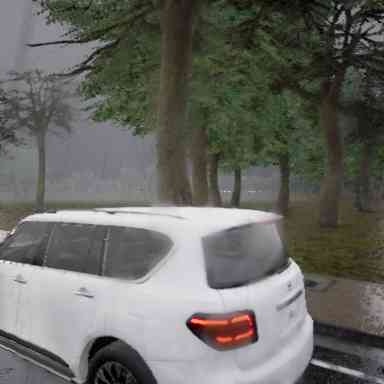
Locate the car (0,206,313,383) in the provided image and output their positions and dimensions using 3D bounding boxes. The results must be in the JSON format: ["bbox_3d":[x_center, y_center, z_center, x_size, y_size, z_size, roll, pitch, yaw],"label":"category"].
[{"bbox_3d":[-1.285,1.213,4.596,5.566,2.045,2.150,0,0,35],"label":"car"}]
